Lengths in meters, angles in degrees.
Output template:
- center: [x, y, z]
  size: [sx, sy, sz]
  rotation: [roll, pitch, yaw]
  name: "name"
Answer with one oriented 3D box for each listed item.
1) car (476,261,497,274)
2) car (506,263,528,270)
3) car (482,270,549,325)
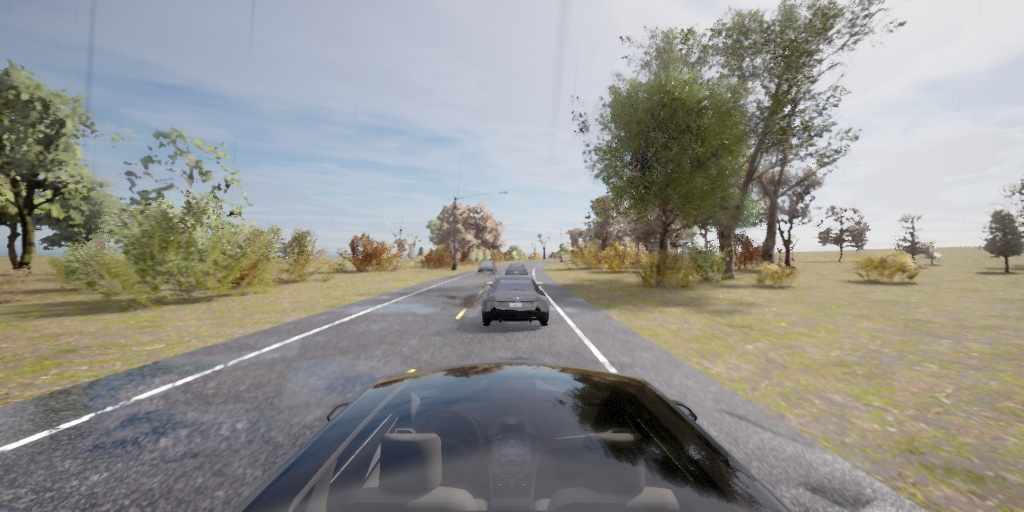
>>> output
- center: [-2.807, 1.275, 41.566]
  size: [1.812, 1.442, 4.674]
  rotation: [0, 0, 3]
  name: "car"
- center: [0.451, 1.315, 31.920]
  size: [1.994, 1.385, 4.181]
  rotation: [0, 0, 2]
  name: "car"
- center: [0.102, 1.315, 11.853]
  size: [1.994, 1.385, 4.181]
  rotation: [0, 0, 0]
  name: "car"
